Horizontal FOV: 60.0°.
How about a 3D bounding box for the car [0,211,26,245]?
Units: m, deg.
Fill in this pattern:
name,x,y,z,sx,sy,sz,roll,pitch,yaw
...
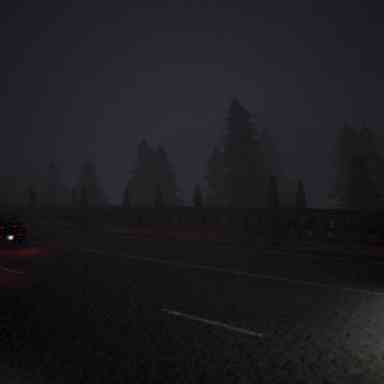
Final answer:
name,x,y,z,sx,sy,sz,roll,pitch,yaw
car,-9.363,1.607,14.967,4.892,1.490,1.837,0,0,35
